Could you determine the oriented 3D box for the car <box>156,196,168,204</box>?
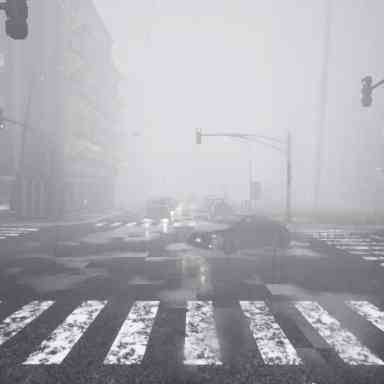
[{"bbox_3d":[-5.685,1.470,63.852,1.887,1.381,4.507,-1,0,0],"label":"car"}]

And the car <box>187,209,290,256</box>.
[{"bbox_3d":[1.895,1.557,13.113,4.181,1.385,1.994,0,0,-33],"label":"car"}]

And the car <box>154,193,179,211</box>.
[{"bbox_3d":[-3.080,1.315,40.552,2.097,1.767,4.553,0,0,0],"label":"car"}]

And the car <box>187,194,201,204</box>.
[{"bbox_3d":[0.121,1.283,60.806,2.097,1.767,4.553,0,0,0],"label":"car"}]

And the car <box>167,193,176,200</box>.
[{"bbox_3d":[-5.680,1.173,92.085,2.192,1.841,5.009,-1,0,0],"label":"car"}]

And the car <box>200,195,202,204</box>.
[{"bbox_3d":[2.660,1.490,52.592,1.887,1.381,4.507,-1,0,0],"label":"car"}]

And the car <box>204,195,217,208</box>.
[{"bbox_3d":[2.654,1.410,35.654,1.967,1.590,4.097,-1,0,0],"label":"car"}]

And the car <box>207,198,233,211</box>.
[{"bbox_3d":[2.654,1.522,30.009,1.887,1.381,4.507,-1,0,0],"label":"car"}]

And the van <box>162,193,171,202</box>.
[{"bbox_3d":[-5.684,1.242,75.146,1.690,1.788,3.998,-1,0,0],"label":"van"}]

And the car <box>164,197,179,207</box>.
[{"bbox_3d":[-3.065,1.513,50.517,1.994,1.385,4.181,0,0,0],"label":"car"}]

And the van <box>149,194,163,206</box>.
[{"bbox_3d":[-5.690,1.286,52.561,1.690,1.788,3.998,-1,0,0],"label":"van"}]

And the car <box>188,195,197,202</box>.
[{"bbox_3d":[0.037,1.411,71.114,1.837,1.490,4.892,0,0,0],"label":"car"}]

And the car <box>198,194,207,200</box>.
[{"bbox_3d":[2.704,1.313,86.467,1.967,1.590,4.097,-1,0,0],"label":"car"}]

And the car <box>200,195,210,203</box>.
[{"bbox_3d":[2.669,1.353,69.529,1.967,1.590,4.097,-1,0,0],"label":"car"}]

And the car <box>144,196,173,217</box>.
[{"bbox_3d":[-3.087,1.453,31.238,1.882,1.535,5.008,0,0,0],"label":"car"}]

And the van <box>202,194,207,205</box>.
[{"bbox_3d":[2.656,1.295,46.946,1.690,1.788,3.998,-1,0,0],"label":"van"}]
